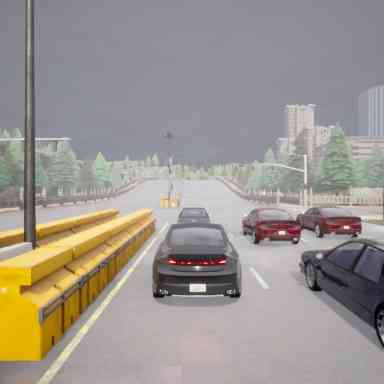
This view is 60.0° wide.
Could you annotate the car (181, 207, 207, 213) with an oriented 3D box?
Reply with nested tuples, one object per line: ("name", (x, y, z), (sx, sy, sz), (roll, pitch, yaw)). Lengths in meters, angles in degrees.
("car", (0.091, 1.547, 18.232), (2.033, 1.411, 5.357), (0, 0, 0))

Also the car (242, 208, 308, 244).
("car", (3.593, 1.478, 15.770), (1.882, 1.535, 5.008), (0, 0, 0))

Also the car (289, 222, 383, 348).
("car", (3.592, 1.547, 5.926), (2.033, 1.411, 5.357), (0, 0, 0))

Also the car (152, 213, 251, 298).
("car", (0.099, 1.505, 8.501), (1.837, 1.490, 4.892), (0, 0, 0))

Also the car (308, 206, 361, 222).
("car", (7.091, 1.478, 17.758), (1.882, 1.535, 5.008), (0, 0, 0))
